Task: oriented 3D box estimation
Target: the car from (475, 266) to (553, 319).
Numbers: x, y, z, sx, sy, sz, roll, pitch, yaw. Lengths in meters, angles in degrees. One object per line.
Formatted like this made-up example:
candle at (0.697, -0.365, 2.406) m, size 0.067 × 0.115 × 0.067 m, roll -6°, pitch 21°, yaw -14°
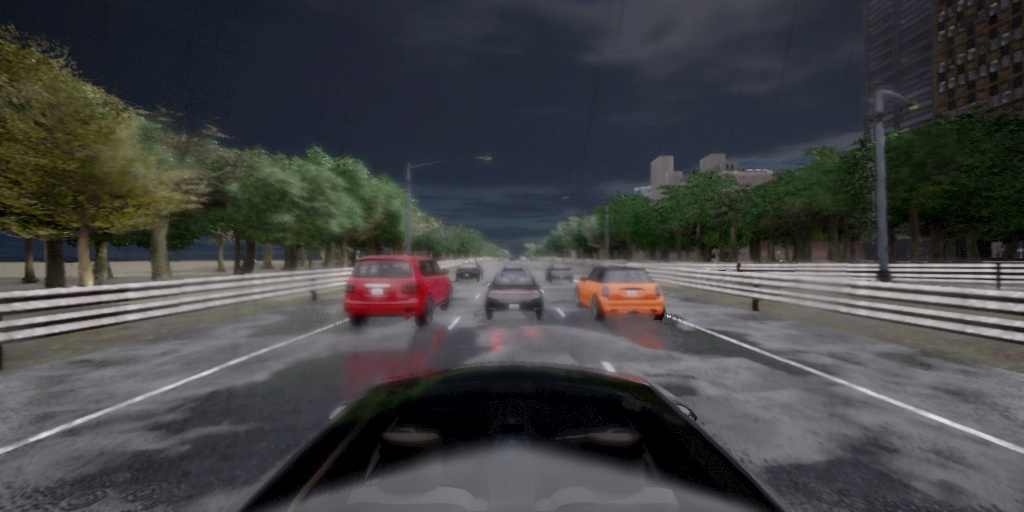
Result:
car at (0.080, 1.274, 12.945) m, size 2.128 × 1.511 × 4.902 m, roll 0°, pitch 0°, yaw 0°

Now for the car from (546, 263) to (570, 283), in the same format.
car at (3.594, 1.292, 28.022) m, size 2.128 × 1.511 × 4.902 m, roll 0°, pitch 0°, yaw 0°

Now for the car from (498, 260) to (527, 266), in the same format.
car at (0.094, 1.293, 28.001) m, size 2.128 × 1.511 × 4.902 m, roll 0°, pitch 0°, yaw 0°

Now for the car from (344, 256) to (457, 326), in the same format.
car at (-3.429, 1.003, 11.875) m, size 2.150 × 2.045 × 5.566 m, roll 0°, pitch 0°, yaw 0°

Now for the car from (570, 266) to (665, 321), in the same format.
car at (3.578, 1.132, 12.713) m, size 2.097 × 1.767 × 4.553 m, roll 0°, pitch 0°, yaw 0°

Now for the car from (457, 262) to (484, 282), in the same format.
car at (-3.395, 1.276, 29.525) m, size 1.882 × 1.535 × 5.008 m, roll 0°, pitch 0°, yaw 0°
